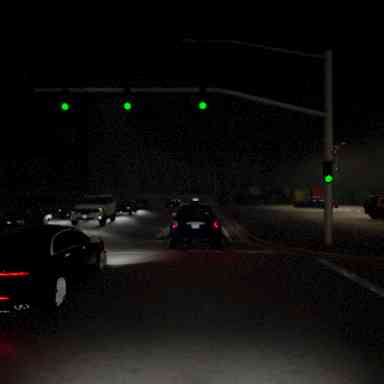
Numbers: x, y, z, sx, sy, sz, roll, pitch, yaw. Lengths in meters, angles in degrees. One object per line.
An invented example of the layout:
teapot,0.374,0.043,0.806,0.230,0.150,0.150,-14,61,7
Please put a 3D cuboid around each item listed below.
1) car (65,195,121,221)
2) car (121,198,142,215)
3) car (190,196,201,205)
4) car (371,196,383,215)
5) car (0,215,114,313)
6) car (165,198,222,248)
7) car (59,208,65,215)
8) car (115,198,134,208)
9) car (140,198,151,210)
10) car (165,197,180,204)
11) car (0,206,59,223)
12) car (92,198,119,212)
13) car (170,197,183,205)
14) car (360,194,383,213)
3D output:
car,-6.938,1.223,24.049,2.150,2.045,5.566,0,0,-1
car,-6.785,1.613,34.075,1.895,1.301,4.718,0,0,1
car,0.649,1.560,60.609,1.812,1.442,4.674,0,0,1
car,22.138,1.415,36.148,3.905,1.438,1.784,0,0,1
car,-3.393,1.511,7.690,1.837,1.490,4.892,0,0,0
car,0.159,1.340,14.878,2.097,1.767,4.553,0,0,1
car,-10.349,1.611,30.047,1.895,1.301,4.718,0,0,1
car,-10.000,1.631,49.498,1.895,1.301,4.718,0,0,1
car,-6.599,1.514,44.232,2.128,1.511,4.902,0,0,1
car,-2.893,1.626,49.741,1.895,1.301,4.718,0,0,1
car,-10.478,1.547,20.459,2.033,1.411,5.357,0,0,1
car,-10.196,1.497,39.524,1.882,1.535,5.008,0,0,1
car,-2.839,1.585,61.495,2.033,1.411,5.357,0,0,1
car,22.142,1.207,38.832,4.605,1.855,1.932,0,0,1
